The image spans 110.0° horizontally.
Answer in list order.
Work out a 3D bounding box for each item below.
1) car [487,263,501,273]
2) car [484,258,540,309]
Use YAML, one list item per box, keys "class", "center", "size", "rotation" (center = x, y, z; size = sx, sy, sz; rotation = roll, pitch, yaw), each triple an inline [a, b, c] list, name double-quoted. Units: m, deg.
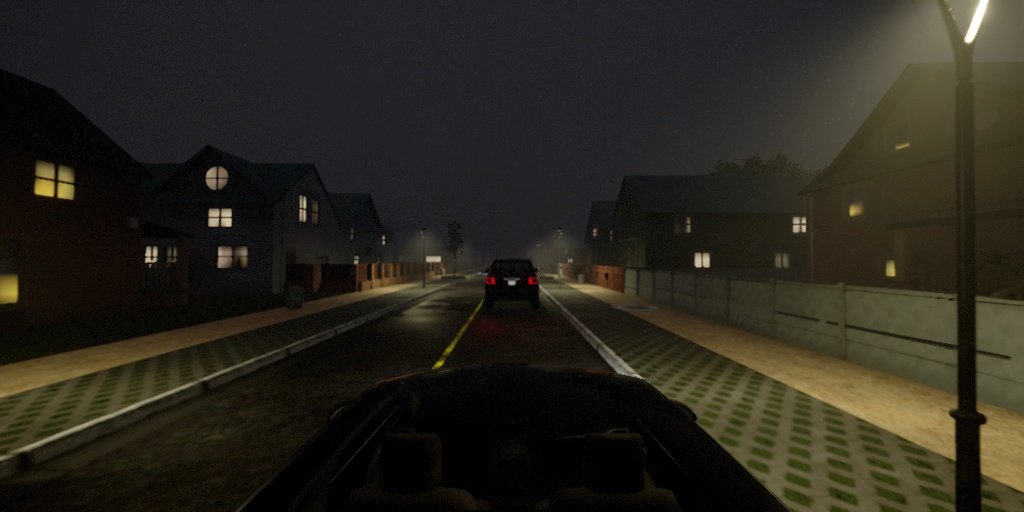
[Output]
- class: "car"
  center: [-2.774, 1.905, 56.298]
  size: [1.837, 1.490, 4.892]
  rotation: [0, -1, 0]
- class: "car"
  center: [-0.004, 1.108, 15.863]
  size: [2.150, 2.045, 5.566]
  rotation: [0, 0, 0]
